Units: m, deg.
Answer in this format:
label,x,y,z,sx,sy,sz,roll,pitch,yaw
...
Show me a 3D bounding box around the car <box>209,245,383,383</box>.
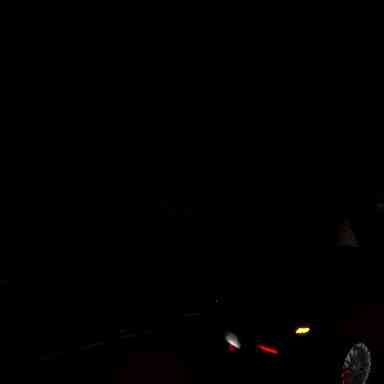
label,x,y,z,sx,sy,sz,roll,pitch,yaw
car,2.437,1.562,5.081,4.674,1.442,1.812,1,0,-32
